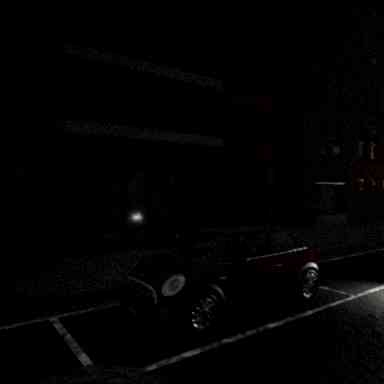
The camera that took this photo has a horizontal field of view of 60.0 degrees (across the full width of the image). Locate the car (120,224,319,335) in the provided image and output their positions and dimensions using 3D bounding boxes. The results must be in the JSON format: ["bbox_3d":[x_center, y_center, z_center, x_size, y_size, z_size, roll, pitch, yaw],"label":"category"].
[{"bbox_3d":[0.655,1.438,6.654,4.097,1.590,1.967,0,0,-35],"label":"car"}]
